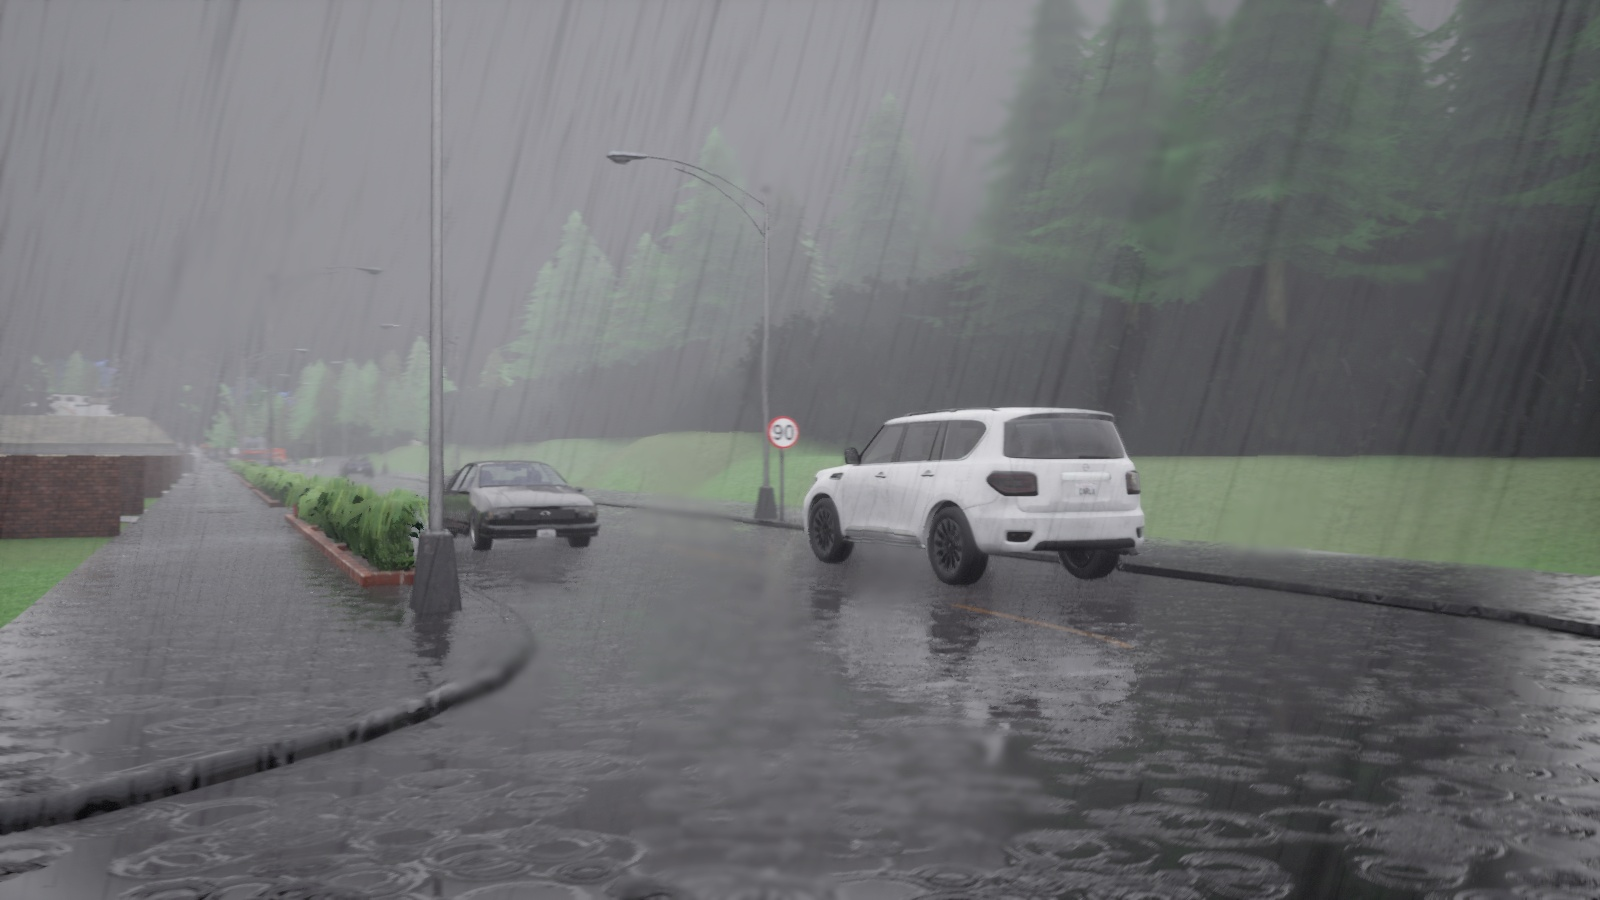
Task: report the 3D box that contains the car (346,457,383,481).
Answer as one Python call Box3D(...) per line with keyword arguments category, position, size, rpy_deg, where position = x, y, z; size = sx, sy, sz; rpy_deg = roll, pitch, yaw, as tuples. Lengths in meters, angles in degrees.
Box3D(category="car", position=(-28.150, 1.209, 81.055), size=(1.816, 1.474, 4.193), rpy_deg=(0, 0, -25))

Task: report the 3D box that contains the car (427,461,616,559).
Box3D(category="car", position=(-4.873, 0.901, 21.300), size=(2.033, 1.411, 5.357), rpy_deg=(0, 0, -25))

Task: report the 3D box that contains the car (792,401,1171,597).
Box3D(category="car", position=(2.008, 0.525, 16.093), size=(2.150, 2.045, 5.566), rpy_deg=(0, 0, -24))
